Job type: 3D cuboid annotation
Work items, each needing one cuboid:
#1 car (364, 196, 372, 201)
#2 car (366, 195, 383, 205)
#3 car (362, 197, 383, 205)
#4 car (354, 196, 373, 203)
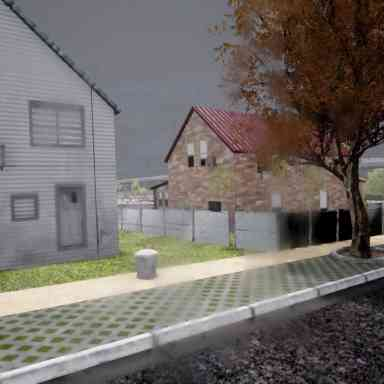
[{"bbox_3d":[28.633,1.913,57.603,1.812,1.442,4.674,-2,-1,1],"label":"car"},{"bbox_3d":[31.882,1.496,57.329,2.150,2.045,5.566,-2,0,1],"label":"car"},{"bbox_3d":[35.242,1.746,64.825,1.812,1.442,4.674,-2,0,0],"label":"car"},{"bbox_3d":[38.578,1.680,74.973,1.895,1.301,4.718,-2,0,0],"label":"car"}]
